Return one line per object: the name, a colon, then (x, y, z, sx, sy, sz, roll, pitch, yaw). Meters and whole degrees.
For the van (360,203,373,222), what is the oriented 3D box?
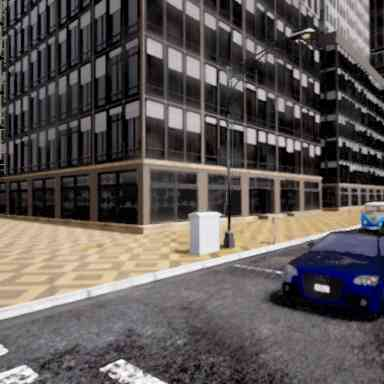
van: (11.466, 1.495, 19.989, 1.690, 1.788, 3.998, -1, -1, 42)

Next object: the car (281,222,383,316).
car: (3.788, 1.635, 7.765, 1.994, 1.385, 4.181, -1, -1, 42)

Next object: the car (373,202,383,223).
car: (10.015, 1.319, 14.577, 2.150, 2.045, 5.566, -1, -1, 42)
